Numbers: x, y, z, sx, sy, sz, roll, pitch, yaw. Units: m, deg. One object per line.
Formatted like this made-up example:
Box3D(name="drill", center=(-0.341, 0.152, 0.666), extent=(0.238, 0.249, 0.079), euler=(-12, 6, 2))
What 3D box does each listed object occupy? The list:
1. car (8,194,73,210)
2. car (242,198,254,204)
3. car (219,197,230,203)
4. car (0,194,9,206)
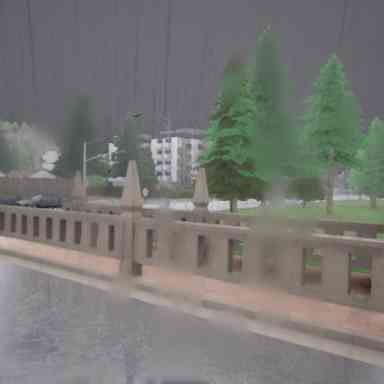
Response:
Box3D(name="car", center=(-13.817, 0.973, 31.291), extent=(2.033, 1.411, 5.357), euler=(2, 1, 38))
Box3D(name="car", center=(9.122, 1.085, 49.792), extent=(2.128, 1.511, 4.902), euler=(2, 1, 38))
Box3D(name="car", center=(6.226, 1.120, 51.770), extent=(1.895, 1.301, 4.718), euler=(2, 1, 38))
Box3D(name="car", center=(-17.871, 0.898, 31.751), extent=(2.033, 1.411, 5.357), euler=(2, 1, 37))
